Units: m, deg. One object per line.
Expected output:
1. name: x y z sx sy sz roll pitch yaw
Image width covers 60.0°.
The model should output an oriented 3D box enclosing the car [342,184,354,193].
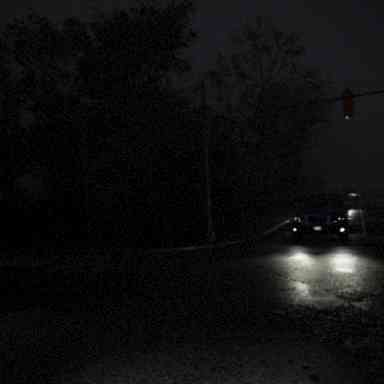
1. car: 26.183 -0.562 56.015 1.882 1.535 5.008 -3 1 27

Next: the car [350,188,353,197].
1. car: 13.662 0.722 30.982 1.837 1.490 4.892 -3 1 26

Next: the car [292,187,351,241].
1. car: 6.179 1.021 15.740 2.150 2.045 5.566 -3 0 26
